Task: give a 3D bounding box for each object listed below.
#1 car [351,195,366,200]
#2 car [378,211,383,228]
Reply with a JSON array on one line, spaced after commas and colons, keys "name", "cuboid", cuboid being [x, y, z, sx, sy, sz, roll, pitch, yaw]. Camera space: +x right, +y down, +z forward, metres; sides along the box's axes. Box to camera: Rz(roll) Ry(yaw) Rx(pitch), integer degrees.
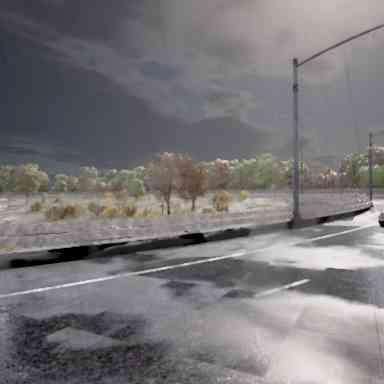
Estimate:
[{"name": "car", "cuboid": [39.447, 1.315, 78.553, 2.033, 1.411, 5.357, 0, 0, 5]}, {"name": "car", "cuboid": [13.099, 1.469, 20.777, 2.033, 1.411, 5.357, -1, 0, 41]}]
